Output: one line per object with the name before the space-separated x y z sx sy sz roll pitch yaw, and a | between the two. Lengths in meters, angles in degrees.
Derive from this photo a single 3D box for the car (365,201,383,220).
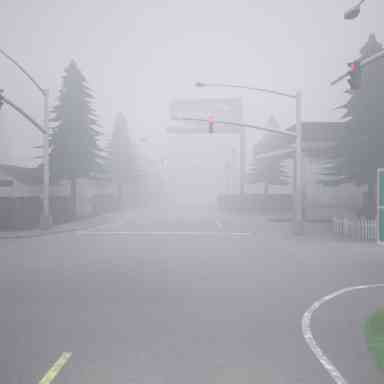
car | 18.814 1.672 30.576 4.611 1.667 2.242 0 0 0

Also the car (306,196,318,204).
car | 22.753 1.552 63.957 1.970 1.475 3.806 0 0 0

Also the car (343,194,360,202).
car | 35.187 1.489 71.700 2.007 1.523 4.514 0 0 0

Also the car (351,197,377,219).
car | 14.465 1.505 24.923 3.866 1.878 1.905 0 0 0
